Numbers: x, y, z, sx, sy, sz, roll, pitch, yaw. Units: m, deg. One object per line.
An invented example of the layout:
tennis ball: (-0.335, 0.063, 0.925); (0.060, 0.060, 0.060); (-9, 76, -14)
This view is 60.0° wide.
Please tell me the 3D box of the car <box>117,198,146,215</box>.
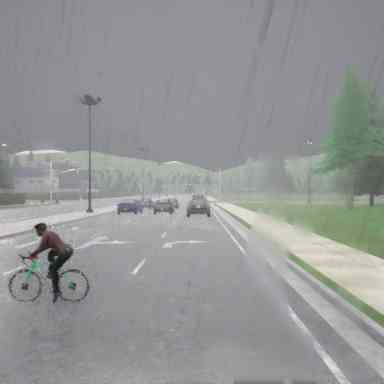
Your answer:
car: (-6.366, 1.478, 34.556); (1.882, 1.535, 5.008); (0, 0, 1)

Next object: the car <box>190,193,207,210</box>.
car: (0.800, 1.221, 44.418); (2.150, 2.045, 5.566); (0, 0, 1)

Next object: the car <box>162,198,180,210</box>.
car: (-2.758, 1.547, 44.854); (2.033, 1.411, 5.357); (0, 0, 1)

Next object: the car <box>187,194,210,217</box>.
car: (0.624, 1.352, 31.672); (2.097, 1.767, 4.553); (0, 0, 1)

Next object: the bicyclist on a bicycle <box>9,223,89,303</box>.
bicyclist on a bicycle: (-2.905, 1.453, 6.751); (1.656, 1.620, 0.582); (-1, 0, 1)

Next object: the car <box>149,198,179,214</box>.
car: (-2.862, 1.491, 34.750); (2.128, 1.511, 4.902); (0, 0, 1)

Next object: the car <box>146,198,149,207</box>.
car: (-6.257, 1.547, 44.953); (2.033, 1.411, 5.357); (0, 0, 1)
